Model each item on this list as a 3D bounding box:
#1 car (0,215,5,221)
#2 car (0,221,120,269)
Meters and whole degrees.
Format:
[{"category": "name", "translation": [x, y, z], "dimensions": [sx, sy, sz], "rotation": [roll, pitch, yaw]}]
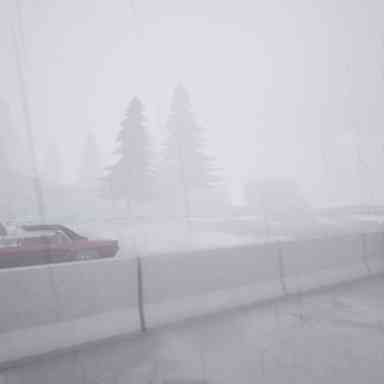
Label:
[{"category": "car", "translation": [-10.237, 1.296, 13.748], "dimensions": [4.553, 1.767, 2.097], "rotation": [1, 0, -35]}, {"category": "car", "translation": [-4.558, 1.583, 9.197], "dimensions": [4.718, 1.301, 1.895], "rotation": [1, 0, -34]}]
